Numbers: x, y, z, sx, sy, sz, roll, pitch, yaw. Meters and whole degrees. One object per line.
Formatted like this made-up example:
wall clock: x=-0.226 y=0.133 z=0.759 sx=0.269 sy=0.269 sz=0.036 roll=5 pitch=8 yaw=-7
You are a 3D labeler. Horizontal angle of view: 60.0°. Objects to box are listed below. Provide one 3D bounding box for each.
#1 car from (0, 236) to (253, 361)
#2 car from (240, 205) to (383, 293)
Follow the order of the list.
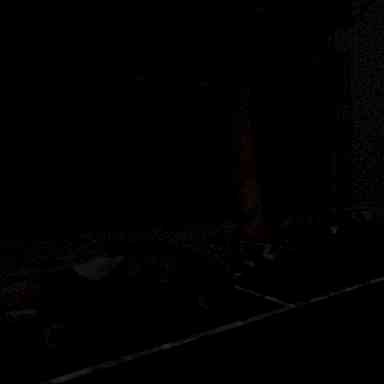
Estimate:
car: x=-1.116 y=1.579 z=5.853 sx=4.206 sy=1.307 sz=1.802 roll=0 pitch=0 yaw=-35
car: x=3.372 y=1.313 z=9.055 sx=5.009 sy=1.841 sz=2.192 roll=0 pitch=0 yaw=-35
